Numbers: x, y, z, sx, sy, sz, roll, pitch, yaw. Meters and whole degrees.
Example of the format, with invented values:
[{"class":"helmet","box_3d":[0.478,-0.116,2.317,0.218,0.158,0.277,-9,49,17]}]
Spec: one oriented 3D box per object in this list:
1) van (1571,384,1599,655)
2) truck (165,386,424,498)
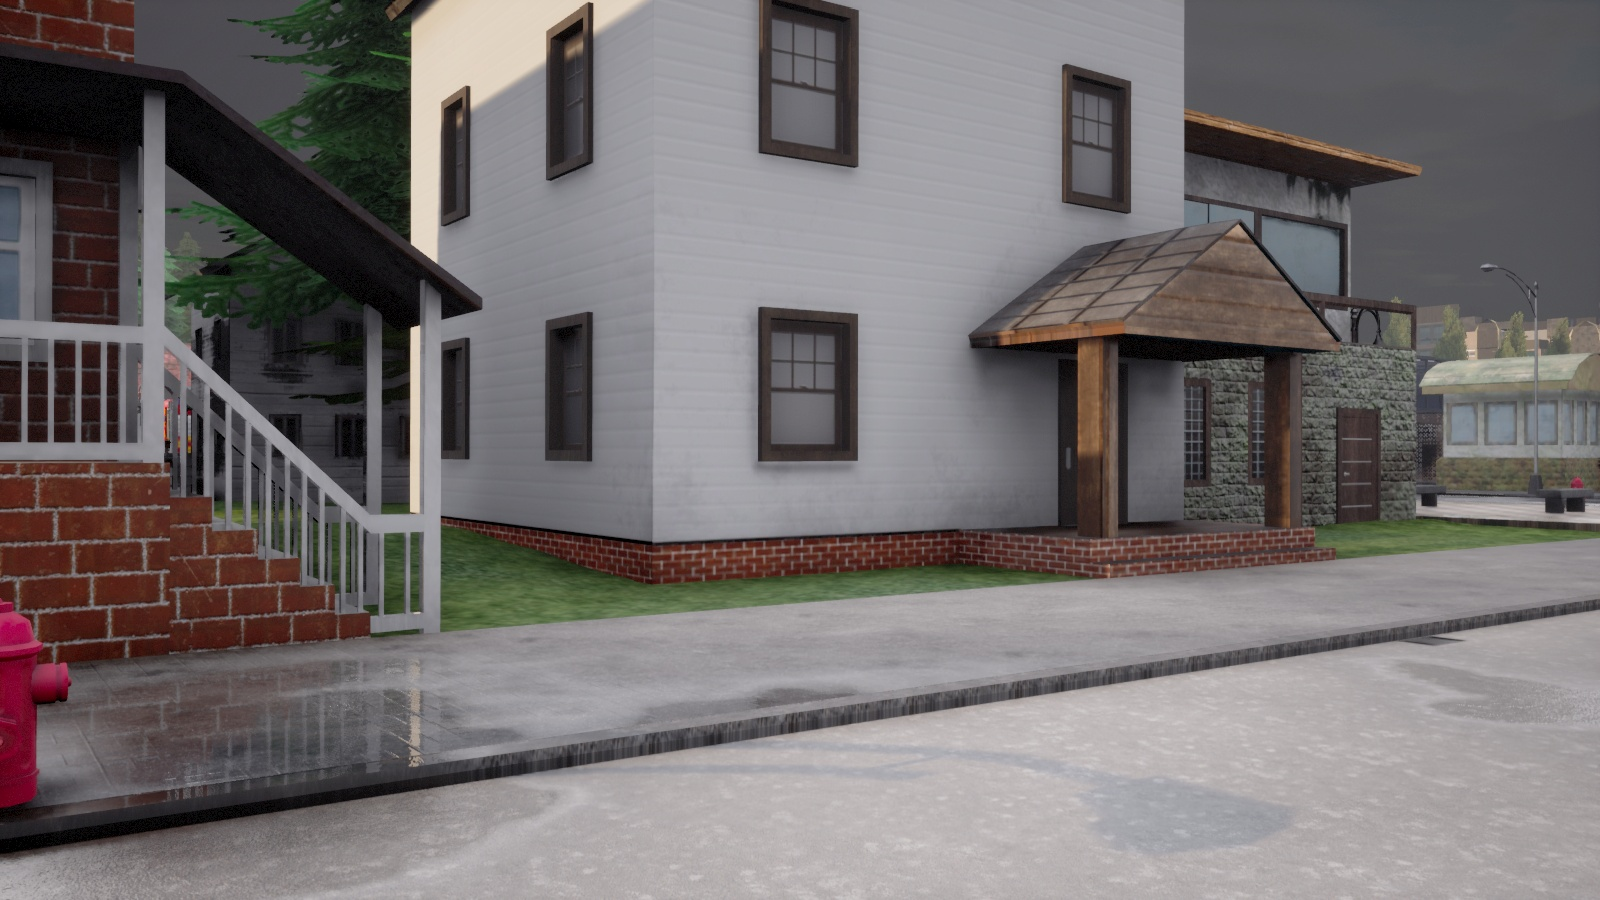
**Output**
[{"class":"van","box_3d":[8.075,0.505,9.895,4.442,1.987,1.775,0,0,-35]},{"class":"truck","box_3d":[-18.604,-0.266,46.530,8.468,3.827,2.891,0,0,-35]}]
